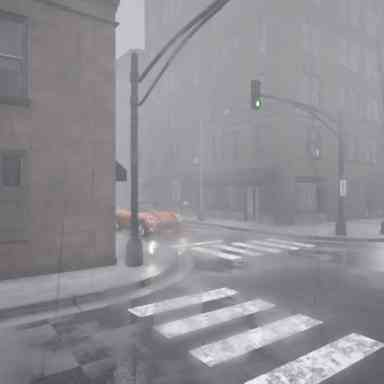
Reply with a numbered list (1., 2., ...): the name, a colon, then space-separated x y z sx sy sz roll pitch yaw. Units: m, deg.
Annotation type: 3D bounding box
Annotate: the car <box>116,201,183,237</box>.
1. car: -2.372 1.262 17.511 2.097 1.767 4.553 0 0 -35
